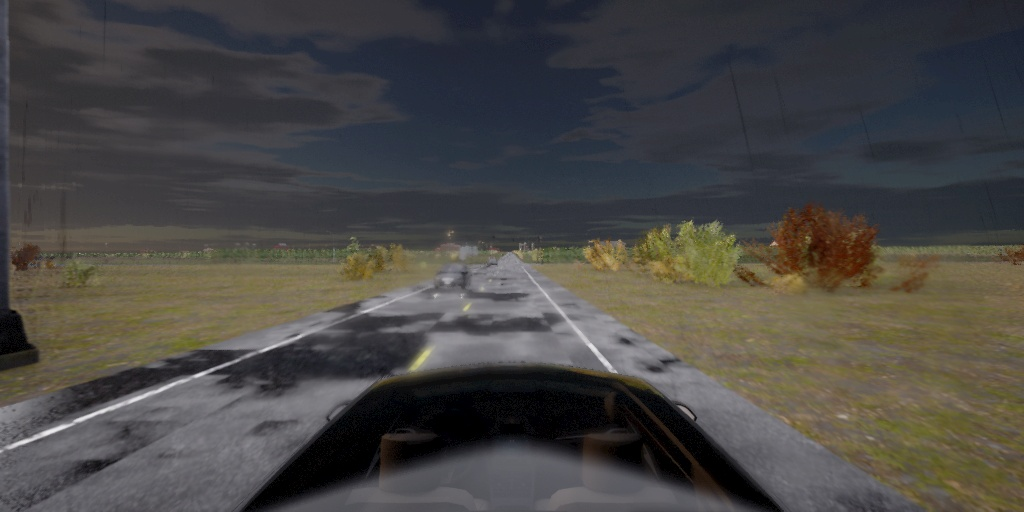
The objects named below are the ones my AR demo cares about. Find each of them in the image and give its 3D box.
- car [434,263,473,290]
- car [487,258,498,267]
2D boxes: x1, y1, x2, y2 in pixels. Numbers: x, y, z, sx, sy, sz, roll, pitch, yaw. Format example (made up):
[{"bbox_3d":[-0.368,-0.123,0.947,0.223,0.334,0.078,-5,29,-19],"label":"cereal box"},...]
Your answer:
[{"bbox_3d":[-3.597,1.230,22.516,2.128,1.511,4.902,0,0,0],"label":"car"},{"bbox_3d":[-3.499,1.145,65.056,1.837,1.490,4.892,0,0,0],"label":"car"}]
